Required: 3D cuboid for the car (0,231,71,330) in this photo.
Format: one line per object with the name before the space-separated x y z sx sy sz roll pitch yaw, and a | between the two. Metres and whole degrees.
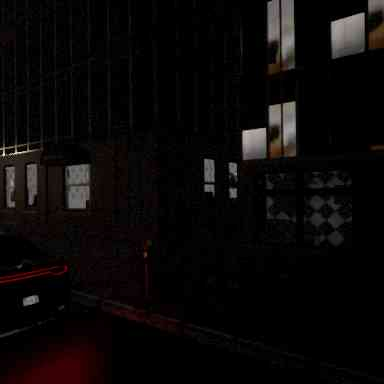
car | -4.431 1.479 6.453 5.008 1.535 1.882 0 0 36
